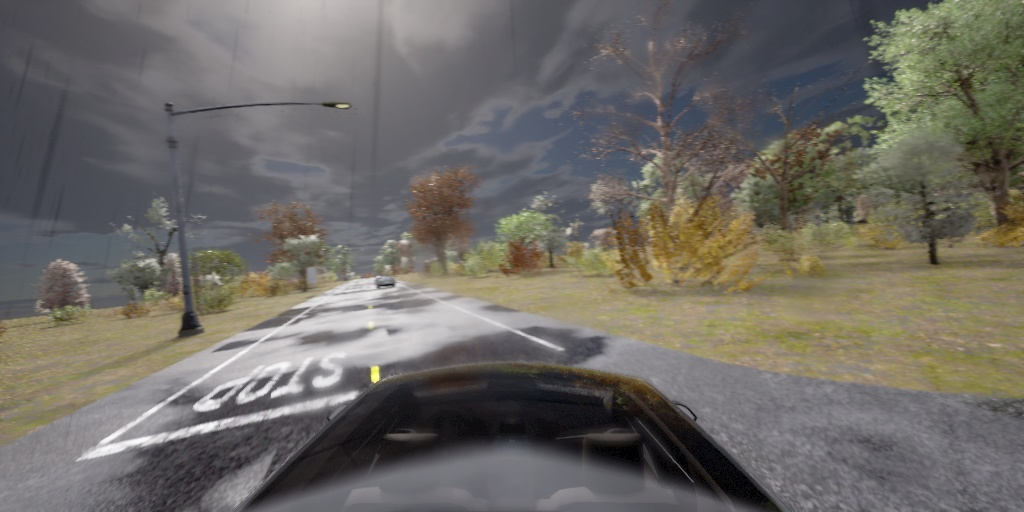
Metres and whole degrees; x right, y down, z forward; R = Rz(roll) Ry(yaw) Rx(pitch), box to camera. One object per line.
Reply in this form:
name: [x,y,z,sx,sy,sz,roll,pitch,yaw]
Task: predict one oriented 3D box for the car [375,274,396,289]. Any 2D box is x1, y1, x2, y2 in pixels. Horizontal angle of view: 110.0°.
car: [-14.209,2.879,40.353,1.994,1.385,4.181,-6,0,-22]
